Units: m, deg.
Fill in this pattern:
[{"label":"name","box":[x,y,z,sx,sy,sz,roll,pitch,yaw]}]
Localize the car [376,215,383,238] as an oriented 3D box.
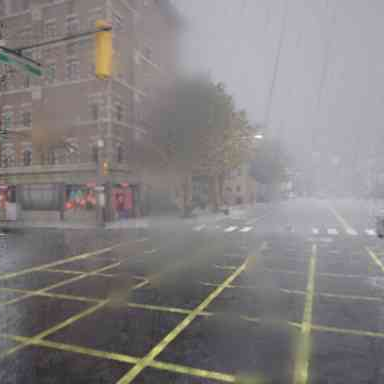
[{"label":"car","box":[9.537,1.514,14.878,2.128,1.511,4.902,-1,-1,21]}]
